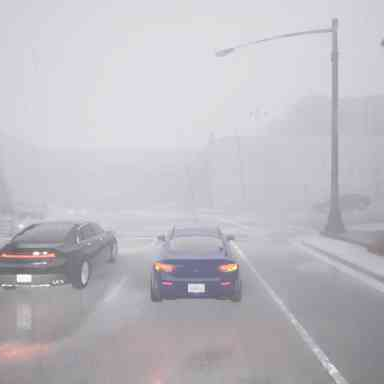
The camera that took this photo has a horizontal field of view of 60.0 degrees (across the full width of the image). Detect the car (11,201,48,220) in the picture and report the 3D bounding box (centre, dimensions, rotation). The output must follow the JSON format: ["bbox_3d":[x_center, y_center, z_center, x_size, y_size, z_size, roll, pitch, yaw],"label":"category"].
[{"bbox_3d":[-12.952,1.547,27.286,2.033,1.411,5.357,0,0,-18],"label":"car"}]

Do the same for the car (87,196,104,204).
[{"bbox_3d":[-18.544,1.563,63.942,1.994,1.385,4.181,0,0,-1],"label":"car"}]

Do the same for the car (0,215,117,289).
[{"bbox_3d":[-3.393,1.505,9.169,1.837,1.490,4.892,0,0,0],"label":"car"}]

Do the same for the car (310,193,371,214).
[{"bbox_3d":[12.560,0.891,28.306,4.892,1.490,1.837,-7,0,0],"label":"car"}]

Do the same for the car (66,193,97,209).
[{"bbox_3d":[-14.692,1.219,45.008,2.150,2.045,5.566,0,0,-1],"label":"car"}]

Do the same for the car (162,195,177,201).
[{"bbox_3d":[-5.726,1.552,85.211,1.994,1.385,4.181,0,0,24],"label":"car"}]

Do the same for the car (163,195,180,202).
[{"bbox_3d":[-4.566,1.355,75.360,2.097,1.767,4.553,0,0,6],"label":"car"}]

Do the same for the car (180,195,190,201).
[{"bbox_3d":[-2.043,1.524,84.991,1.812,1.442,4.674,0,0,24],"label":"car"}]

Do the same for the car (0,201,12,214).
[{"bbox_3d":[-17.525,1.548,32.461,2.033,1.411,5.357,0,0,-6],"label":"car"}]

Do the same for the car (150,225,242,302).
[{"bbox_3d":[0.096,1.526,8.154,1.812,1.442,4.674,0,0,0],"label":"car"}]

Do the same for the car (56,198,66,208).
[{"bbox_3d":[-18.274,1.600,48.898,1.895,1.301,4.718,0,0,-1],"label":"car"}]
